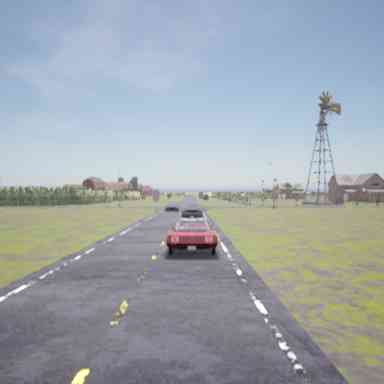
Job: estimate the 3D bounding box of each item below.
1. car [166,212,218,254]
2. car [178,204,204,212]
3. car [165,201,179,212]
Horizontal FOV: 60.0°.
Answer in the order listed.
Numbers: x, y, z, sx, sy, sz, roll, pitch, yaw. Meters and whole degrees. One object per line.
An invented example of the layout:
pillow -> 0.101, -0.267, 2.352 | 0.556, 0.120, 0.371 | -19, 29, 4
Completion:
car -> 0.006, 1.736, 14.093 | 1.895, 1.301, 4.718 | 0, 0, 0
car -> 0.012, 1.782, 29.281 | 1.837, 1.490, 4.892 | 0, 0, 0
car -> -2.738, 1.976, 46.739 | 2.033, 1.411, 5.357 | 0, -1, 0
